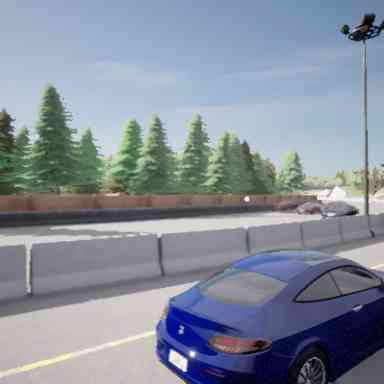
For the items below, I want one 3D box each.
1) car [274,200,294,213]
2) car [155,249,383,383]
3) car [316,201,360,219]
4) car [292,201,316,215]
[{"bbox_3d":[12.537,1.799,43.773,1.882,1.535,5.008,-1,-1,41],"label":"car"},{"bbox_3d":[1.681,1.585,4.864,4.674,1.442,1.812,0,-1,-37],"label":"car"},{"bbox_3d":[13.180,1.806,29.193,2.128,1.511,4.902,-1,-1,44],"label":"car"},{"bbox_3d":[14.468,1.986,40.691,1.812,1.442,4.674,-1,-1,42],"label":"car"}]
